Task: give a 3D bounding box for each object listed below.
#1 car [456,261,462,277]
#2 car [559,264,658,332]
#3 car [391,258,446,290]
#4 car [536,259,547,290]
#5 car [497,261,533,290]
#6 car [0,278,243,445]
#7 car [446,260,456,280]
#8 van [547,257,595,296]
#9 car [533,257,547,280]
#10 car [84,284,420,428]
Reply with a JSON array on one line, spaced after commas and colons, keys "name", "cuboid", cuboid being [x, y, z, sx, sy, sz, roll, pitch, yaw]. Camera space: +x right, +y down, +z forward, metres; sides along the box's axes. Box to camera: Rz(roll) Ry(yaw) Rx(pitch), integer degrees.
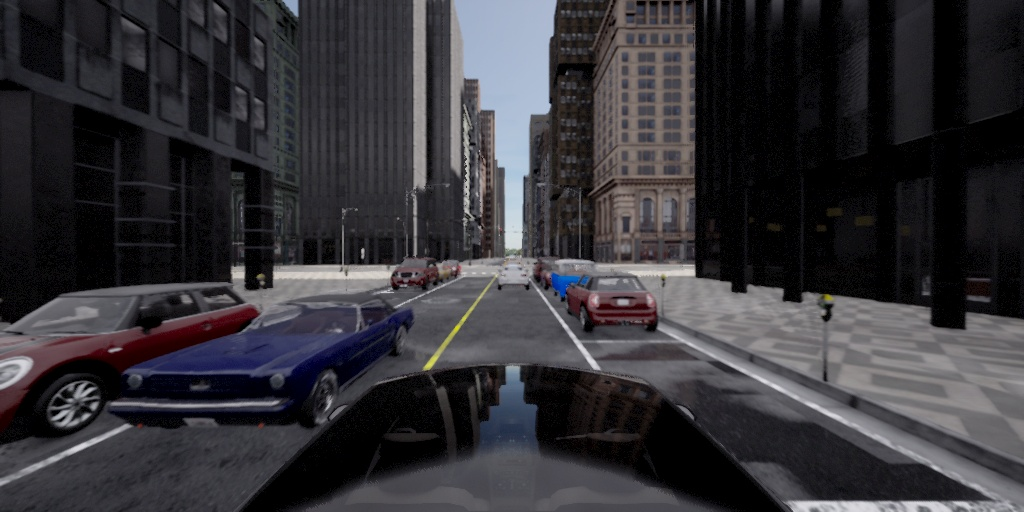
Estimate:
[{"name": "car", "cuboid": [-5.782, 1.118, 33.231, 1.967, 1.591, 4.097, 0, 0, 0]}, {"name": "car", "cuboid": [2.758, 1.166, 10.830, 1.967, 1.591, 4.097, 0, 0, 0]}, {"name": "car", "cuboid": [-5.775, 1.019, 22.027, 2.192, 1.841, 5.009, 0, 0, 0]}, {"name": "car", "cuboid": [2.751, 1.140, 22.033, 1.967, 1.591, 4.097, 0, 0, 0]}, {"name": "car", "cuboid": [0.086, 1.227, 22.144, 1.812, 1.442, 4.674, 0, 0, 0]}, {"name": "car", "cuboid": [-5.764, 1.185, 5.220, 1.967, 1.591, 4.097, 0, 0, 0]}, {"name": "car", "cuboid": [-5.778, 1.217, 27.459, 1.751, 1.417, 4.829, 0, 0, 0]}, {"name": "van", "cuboid": [2.754, 1.054, 16.432, 1.690, 1.789, 3.998, 0, 0, 0]}, {"name": "car", "cuboid": [2.747, 1.001, 27.636, 2.192, 1.841, 5.009, 0, 0, 0]}, {"name": "car", "cuboid": [-3.096, 1.343, 5.769, 1.895, 1.301, 4.718, 0, 0, 0]}]
